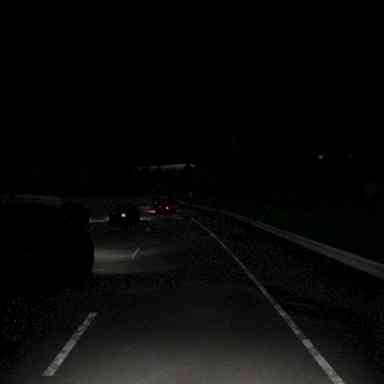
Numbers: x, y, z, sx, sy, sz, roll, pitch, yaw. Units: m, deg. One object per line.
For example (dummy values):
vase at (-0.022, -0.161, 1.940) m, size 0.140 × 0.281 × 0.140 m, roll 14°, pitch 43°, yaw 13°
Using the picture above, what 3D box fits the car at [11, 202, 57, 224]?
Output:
car at (-12.072, 1.564, 25.767) m, size 1.994 × 1.385 × 4.181 m, roll 0°, pitch 0°, yaw -7°

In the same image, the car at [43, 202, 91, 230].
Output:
car at (-8.151, 1.506, 22.253) m, size 1.837 × 1.490 × 4.892 m, roll 0°, pitch 0°, yaw -6°

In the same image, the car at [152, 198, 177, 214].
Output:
car at (-2.798, 1.564, 34.972) m, size 1.994 × 1.385 × 4.181 m, roll 0°, pitch 0°, yaw -10°

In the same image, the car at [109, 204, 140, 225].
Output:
car at (-4.876, 1.564, 24.478) m, size 1.994 × 1.385 × 4.181 m, roll 0°, pitch 0°, yaw -6°

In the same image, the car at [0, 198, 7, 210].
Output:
car at (-25.624, 1.547, 42.441) m, size 2.033 × 1.411 × 5.357 m, roll 0°, pitch 0°, yaw -13°

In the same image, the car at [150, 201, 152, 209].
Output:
car at (-4.378, 1.526, 43.621) m, size 1.812 × 1.442 × 4.674 m, roll 0°, pitch 0°, yaw -11°

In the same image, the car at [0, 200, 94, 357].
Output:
car at (-3.528, 1.221, 6.145) m, size 2.150 × 2.045 × 5.566 m, roll 0°, pitch 0°, yaw -1°
